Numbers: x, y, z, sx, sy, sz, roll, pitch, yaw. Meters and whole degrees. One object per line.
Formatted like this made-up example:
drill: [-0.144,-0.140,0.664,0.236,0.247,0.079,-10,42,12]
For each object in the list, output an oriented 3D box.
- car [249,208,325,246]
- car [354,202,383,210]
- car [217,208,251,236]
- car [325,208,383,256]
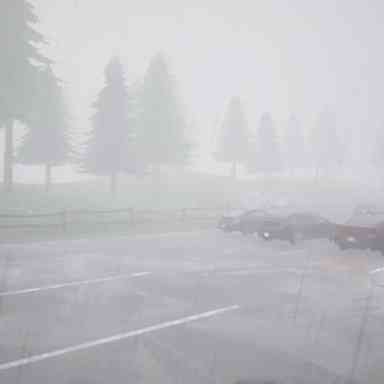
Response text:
car: [5.300,1.654,16.228,4.892,1.490,1.837,0,0,-35]
car: [15.407,1.660,27.742,4.553,1.767,2.097,1,-1,-35]
car: [3.585,1.677,19.301,4.674,1.442,1.812,0,0,-35]
car: [7.940,1.633,13.805,5.008,1.535,1.882,0,0,-35]
